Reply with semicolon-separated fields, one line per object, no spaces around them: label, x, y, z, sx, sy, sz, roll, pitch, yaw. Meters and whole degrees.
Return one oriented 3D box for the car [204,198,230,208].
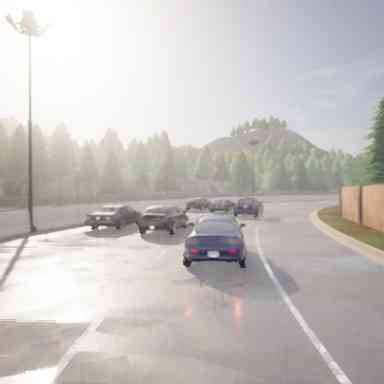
car;3.337;1.431;34.974;2.033;1.411;5.357;0;0;21

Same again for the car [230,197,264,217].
car;5.134;1.246;29.731;2.097;1.767;4.553;0;0;19

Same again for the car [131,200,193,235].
car;-1.492;1.452;18.538;1.837;1.490;4.892;0;0;11

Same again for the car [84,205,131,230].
car;-4.643;1.496;20.680;2.033;1.411;5.357;0;0;12

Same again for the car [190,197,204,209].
car;0.922;1.386;38.154;1.837;1.490;4.892;0;1;23

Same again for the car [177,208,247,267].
car;0.826;1.489;11.177;1.812;1.442;4.674;0;0;6
